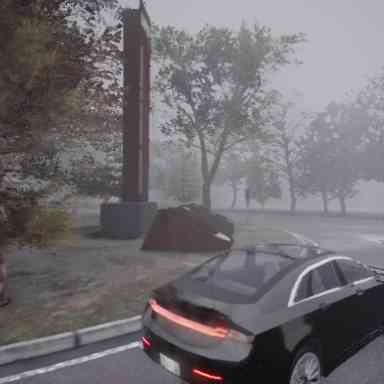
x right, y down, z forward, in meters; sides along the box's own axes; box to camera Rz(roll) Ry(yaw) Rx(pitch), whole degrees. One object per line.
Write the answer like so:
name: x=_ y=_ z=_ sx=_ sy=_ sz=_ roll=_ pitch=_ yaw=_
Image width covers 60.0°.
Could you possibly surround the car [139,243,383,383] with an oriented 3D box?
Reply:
car: x=1.567 y=1.536 z=4.949 sx=4.902 sy=1.511 sz=2.128 roll=1 pitch=-1 yaw=-43
